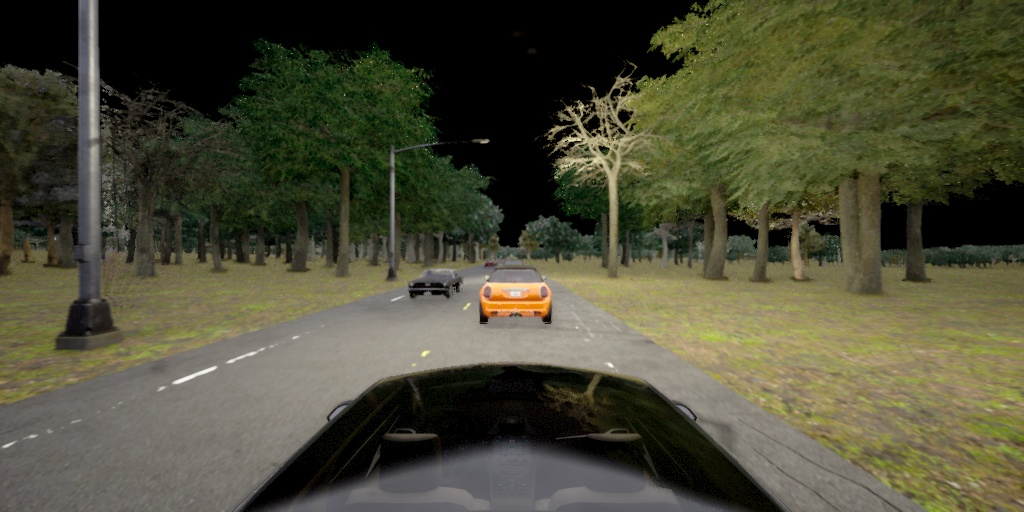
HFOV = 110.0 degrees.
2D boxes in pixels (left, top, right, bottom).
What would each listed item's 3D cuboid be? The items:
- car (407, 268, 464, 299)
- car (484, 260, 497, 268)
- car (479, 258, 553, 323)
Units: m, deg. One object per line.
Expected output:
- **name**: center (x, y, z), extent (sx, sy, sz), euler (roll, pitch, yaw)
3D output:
- **car**: center (-3.590, 1.291, 17.509), extent (1.895, 1.301, 4.718), euler (0, 0, 0)
- **car**: center (-3.512, 1.269, 58.887), extent (1.895, 1.301, 4.718), euler (0, 0, 1)
- **car**: center (0.106, 1.057, 12.004), extent (2.097, 1.767, 4.553), euler (0, 0, 0)
